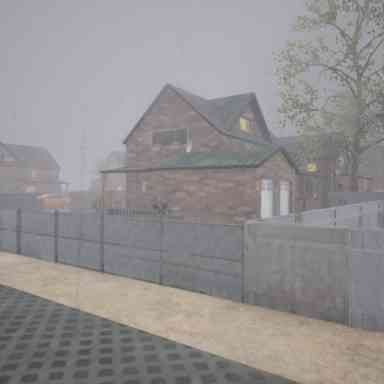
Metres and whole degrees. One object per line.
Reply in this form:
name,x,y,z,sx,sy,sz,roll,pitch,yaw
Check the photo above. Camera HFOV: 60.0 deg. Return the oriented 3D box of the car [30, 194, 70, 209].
car,-14.686,0.976,33.587,1.882,1.535,5.008,1,2,35
